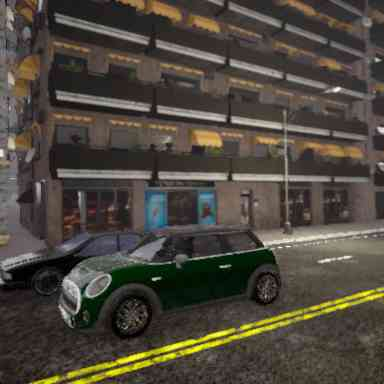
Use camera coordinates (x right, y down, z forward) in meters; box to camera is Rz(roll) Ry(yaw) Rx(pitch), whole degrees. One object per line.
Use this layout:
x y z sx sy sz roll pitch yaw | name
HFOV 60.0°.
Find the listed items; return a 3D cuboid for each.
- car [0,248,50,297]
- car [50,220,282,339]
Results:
-2.461 1.815 9.500 5.357 1.411 2.033 0 -2 -32 | car
-0.321 1.530 7.020 4.553 1.767 2.097 0 -2 -32 | car
